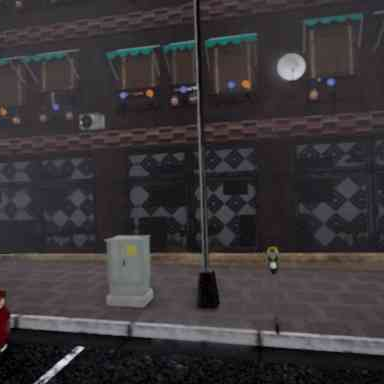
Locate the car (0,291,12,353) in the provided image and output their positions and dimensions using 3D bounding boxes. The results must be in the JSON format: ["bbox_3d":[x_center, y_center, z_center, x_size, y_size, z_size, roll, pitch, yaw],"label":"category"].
[{"bbox_3d":[-4.572,1.594,4.114,4.507,1.381,1.887,-1,-1,11],"label":"car"}]
